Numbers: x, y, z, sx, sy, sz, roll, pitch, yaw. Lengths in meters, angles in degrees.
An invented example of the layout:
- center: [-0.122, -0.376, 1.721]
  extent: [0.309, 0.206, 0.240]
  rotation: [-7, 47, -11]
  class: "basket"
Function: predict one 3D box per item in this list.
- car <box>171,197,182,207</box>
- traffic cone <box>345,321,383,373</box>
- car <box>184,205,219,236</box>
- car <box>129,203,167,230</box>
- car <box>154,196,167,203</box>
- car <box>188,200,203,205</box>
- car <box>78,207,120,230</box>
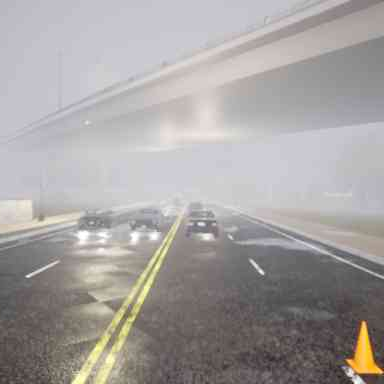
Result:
- center: [-2.934, 1.852, 64.993]
  extent: [2.097, 1.767, 4.553]
  rotation: [0, -1, 0]
  class: "car"
- center: [2.271, 2.012, 4.402]
  extent: [0.340, 0.580, 0.340]
  rotation: [0, -1, 0]
  class: "traffic cone"
- center: [0.540, 1.729, 19.551]
  extent: [2.033, 1.411, 5.357]
  rotation: [0, -1, 0]
  class: "car"
- center: [-2.909, 1.734, 22.690]
  extent: [2.033, 1.411, 5.357]
  rotation: [0, -1, 0]
  class: "car"
- center: [-6.183, 1.772, 64.916]
  extent: [2.150, 2.045, 5.566]
  rotation: [0, -1, 0]
  class: "car"
- center: [0.500, 1.902, 46.124]
  extent: [1.882, 1.535, 5.008]
  rotation: [0, -1, 0]
  class: "car"
- center: [-6.160, 1.725, 22.416]
  extent: [1.994, 1.385, 4.181]
  rotation: [0, -1, 0]
  class: "car"
